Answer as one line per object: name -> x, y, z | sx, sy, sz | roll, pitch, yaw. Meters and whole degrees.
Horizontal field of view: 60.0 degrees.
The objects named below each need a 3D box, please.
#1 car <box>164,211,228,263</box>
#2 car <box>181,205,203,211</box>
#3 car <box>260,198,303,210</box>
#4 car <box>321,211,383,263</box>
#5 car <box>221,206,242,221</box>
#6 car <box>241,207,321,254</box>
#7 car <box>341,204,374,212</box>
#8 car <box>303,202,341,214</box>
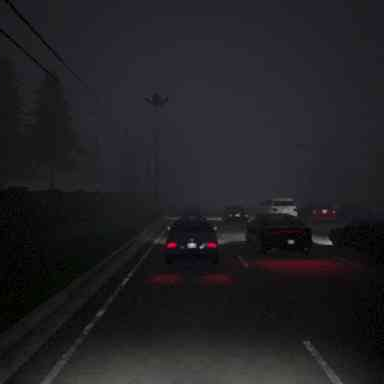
car -> 0.008, 1.678, 12.504 | 2.033, 1.411, 5.357 | 0, -1, 0
car -> 0.017, 1.825, 28.885 | 1.812, 1.442, 4.674 | 0, 0, 0
car -> 7.005, 1.511, 27.557 | 2.150, 2.045, 5.566 | 0, 0, 0
car -> 7.011, 1.679, 12.534 | 2.033, 1.411, 5.357 | 0, -1, 0
car -> 3.506, 1.834, 27.534 | 2.033, 1.411, 5.357 | 0, -1, 0
car -> 3.524, 1.626, 14.229 | 1.882, 1.535, 5.008 | 0, 0, 0
car -> 14.019, 1.781, 29.234 | 1.882, 1.535, 5.008 | 0, 0, 0
car -> 10.514, 1.646, 28.421 | 2.097, 1.767, 4.553 | 0, -1, 0
